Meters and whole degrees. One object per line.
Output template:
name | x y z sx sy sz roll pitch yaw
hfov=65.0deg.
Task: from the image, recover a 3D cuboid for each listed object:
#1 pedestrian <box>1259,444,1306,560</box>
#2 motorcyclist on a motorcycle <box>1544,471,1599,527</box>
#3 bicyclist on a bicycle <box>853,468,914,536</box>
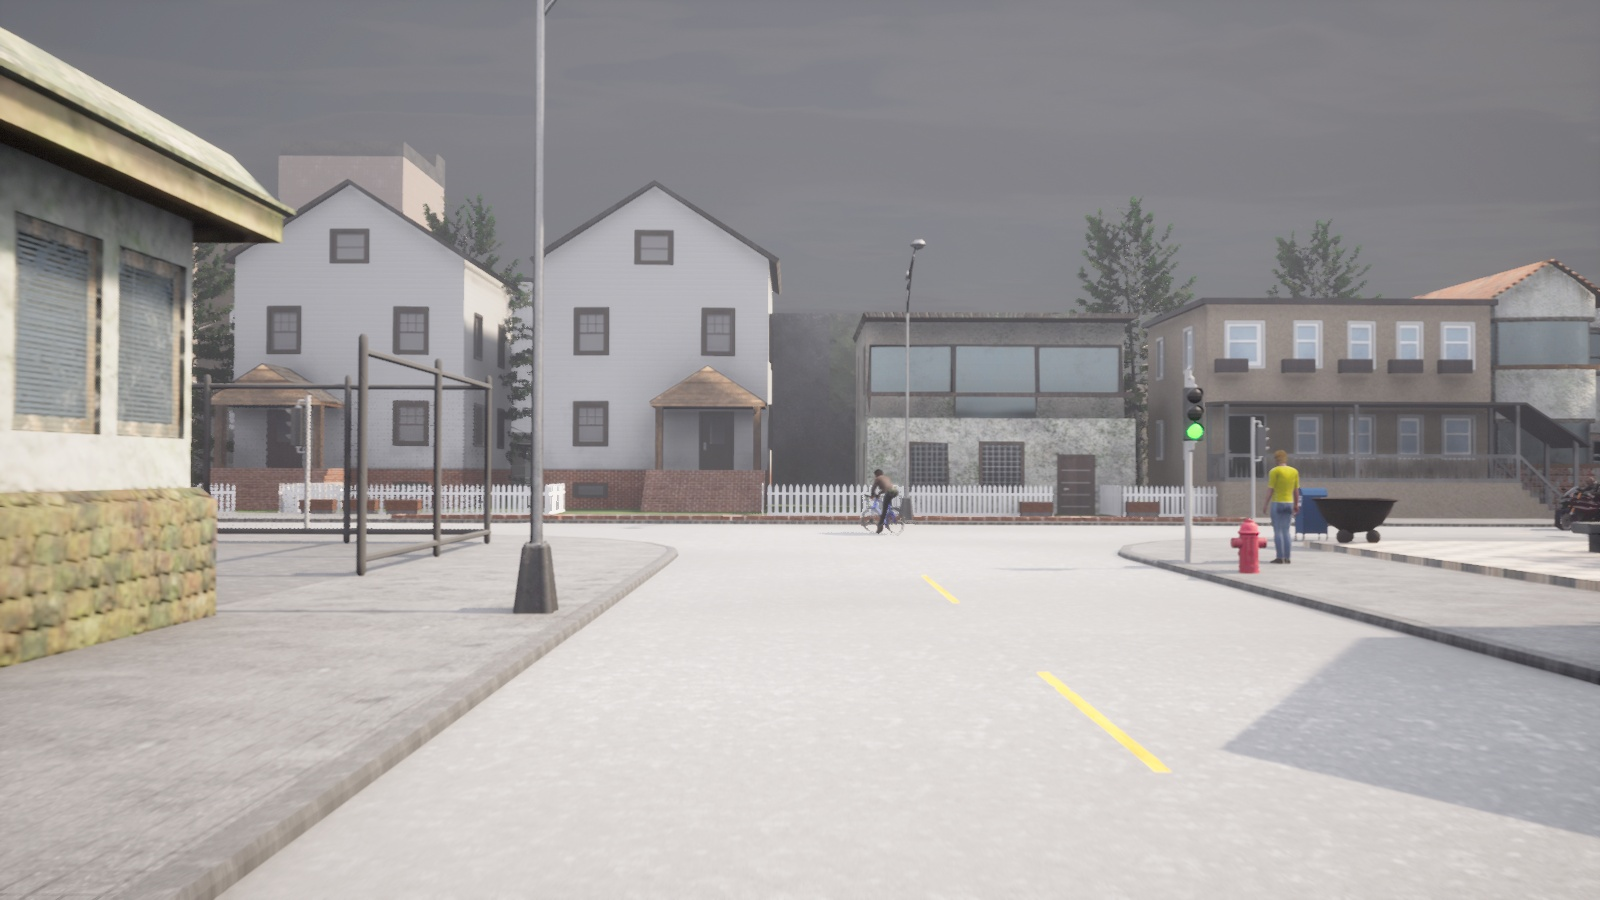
pedestrian | 7.773 0.829 20.245 0.354 1.836 0.706 0 -1 -12
motorcyclist on a motorcycle | 22.009 1.346 34.831 2.191 1.530 0.866 0 -1 0
bicyclist on a bicycle | 2.057 1.282 31.194 0.582 1.620 1.656 -2 0 -34
